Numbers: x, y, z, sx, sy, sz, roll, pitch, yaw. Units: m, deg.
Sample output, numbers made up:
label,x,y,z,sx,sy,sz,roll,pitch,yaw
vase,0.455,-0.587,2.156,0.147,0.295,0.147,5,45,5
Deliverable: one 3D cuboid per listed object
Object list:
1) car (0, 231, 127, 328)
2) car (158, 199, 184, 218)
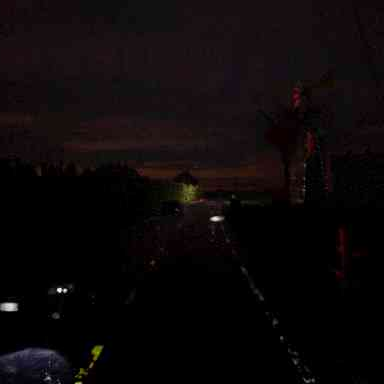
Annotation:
label,x,y,z,sx,sy,sz,roll,pitch,yaw
car,-2.714,1.553,7.023,1.994,1.385,4.181,0,0,2
car,-1.824,1.434,29.583,1.882,1.535,5.008,0,0,4
